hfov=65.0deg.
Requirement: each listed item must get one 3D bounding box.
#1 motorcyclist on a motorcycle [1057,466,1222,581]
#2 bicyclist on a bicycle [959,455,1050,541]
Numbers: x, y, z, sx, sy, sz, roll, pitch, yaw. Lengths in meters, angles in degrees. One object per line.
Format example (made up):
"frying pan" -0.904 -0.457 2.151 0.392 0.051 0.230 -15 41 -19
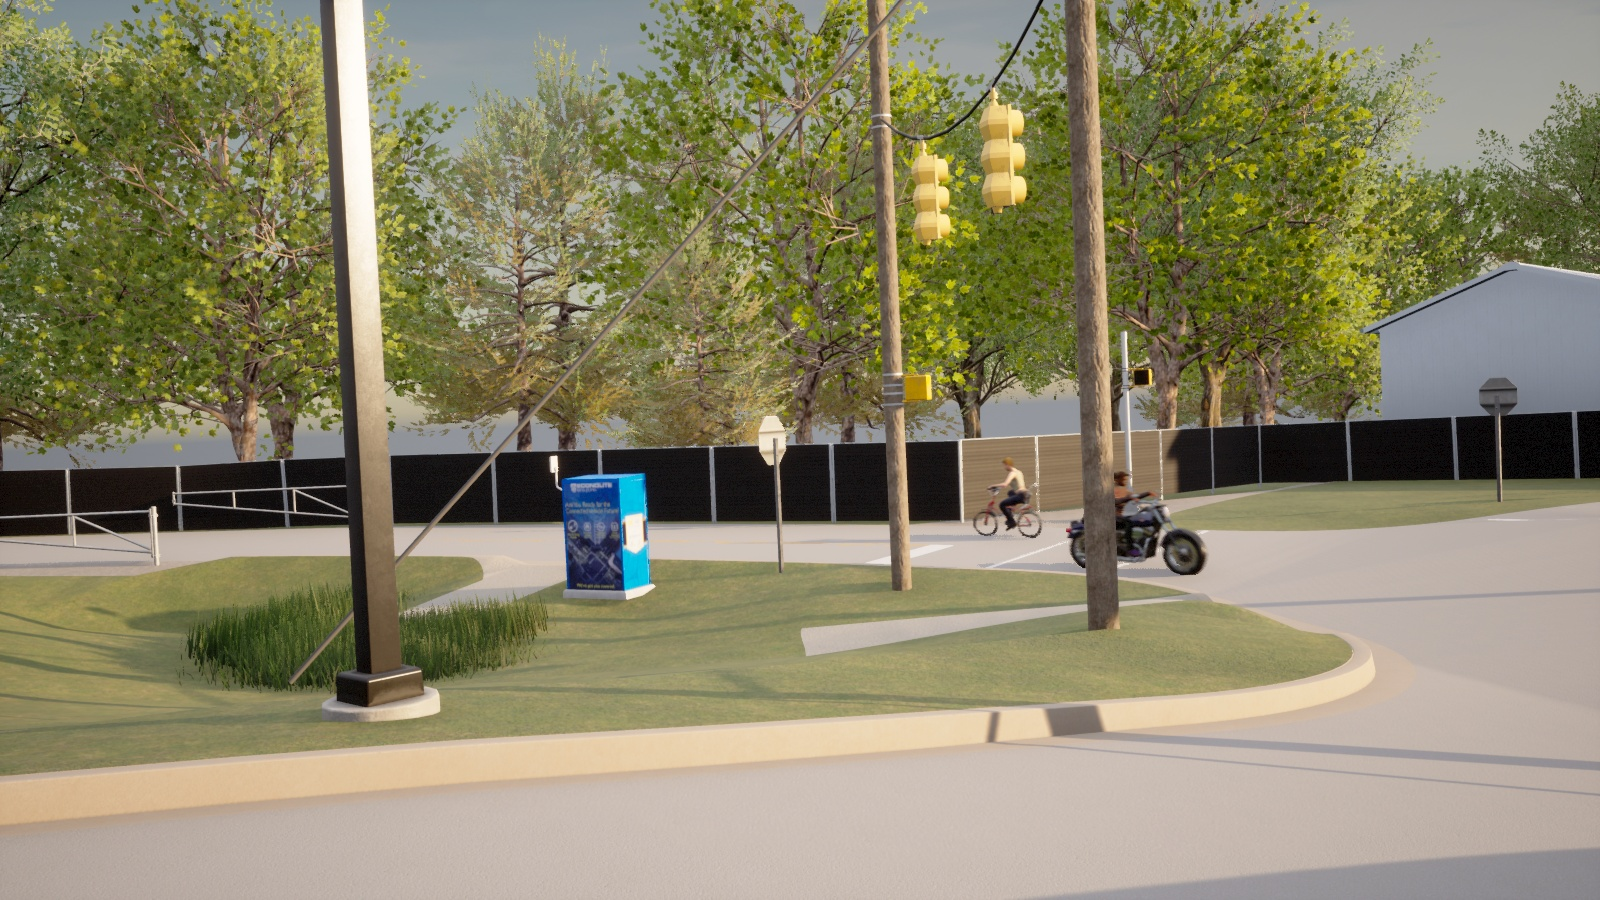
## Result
"motorcyclist on a motorcycle" 5.285 1.101 19.655 2.350 1.649 0.766 0 4 43
"bicyclist on a bicycle" 4.099 0.937 25.139 1.509 1.612 0.866 -1 3 35
